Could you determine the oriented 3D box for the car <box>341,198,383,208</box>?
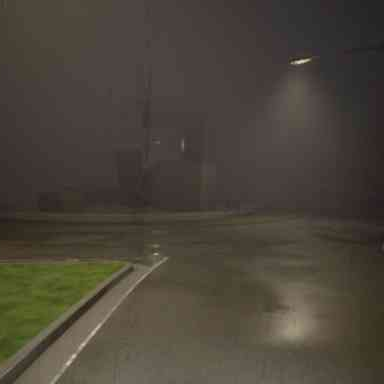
[{"bbox_3d":[21.104,1.364,41.255,4.718,1.301,1.895,0,0,19],"label":"car"}]
